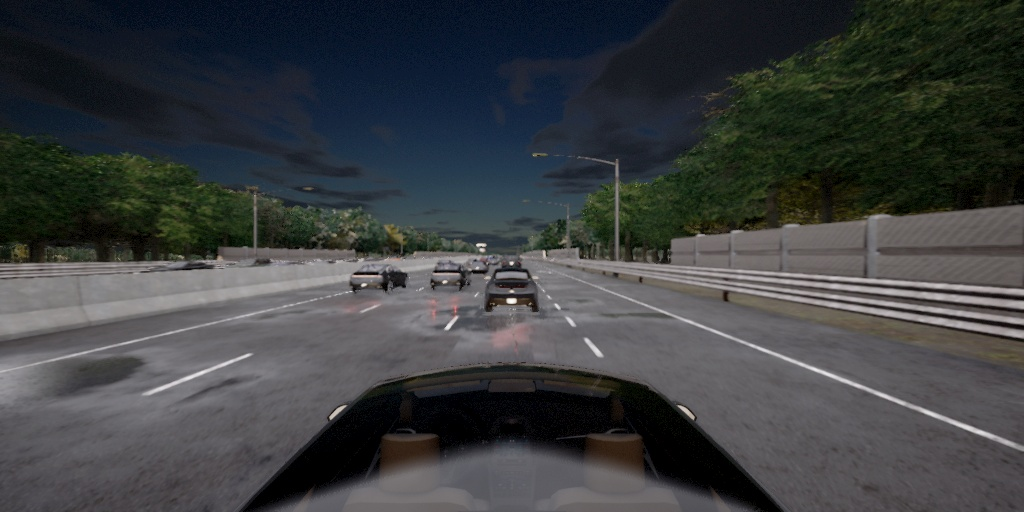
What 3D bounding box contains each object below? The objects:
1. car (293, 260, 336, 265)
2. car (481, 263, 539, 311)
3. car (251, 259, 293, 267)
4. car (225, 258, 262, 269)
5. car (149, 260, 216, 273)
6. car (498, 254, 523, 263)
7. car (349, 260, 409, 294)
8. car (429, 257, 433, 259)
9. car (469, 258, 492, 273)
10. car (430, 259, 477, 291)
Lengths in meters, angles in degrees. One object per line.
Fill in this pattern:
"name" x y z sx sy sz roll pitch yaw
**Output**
"car" -17.596 1.139 33.225 1.882 1.535 5.008 0 0 0
"car" -0.013 1.196 14.018 1.837 1.490 4.892 0 0 0
"car" -21.093 1.214 33.362 2.033 1.411 5.357 0 0 0
"car" -24.589 1.023 33.779 2.097 1.767 4.553 0 0 0
"car" -28.102 1.161 30.743 1.882 1.535 5.008 0 0 0
"car" -0.025 0.846 38.360 2.150 2.045 5.566 0 0 0
"car" -7.017 1.172 19.414 2.128 1.511 4.902 0 0 0
"car" -7.025 1.128 38.306 2.128 1.511 4.902 0 0 0
"car" -3.526 1.194 38.291 1.994 1.385 4.181 0 0 0
"car" -3.516 1.160 21.215 2.128 1.511 4.902 0 0 0
